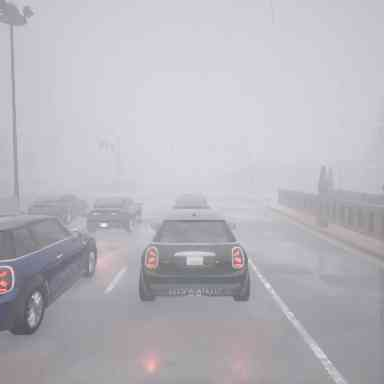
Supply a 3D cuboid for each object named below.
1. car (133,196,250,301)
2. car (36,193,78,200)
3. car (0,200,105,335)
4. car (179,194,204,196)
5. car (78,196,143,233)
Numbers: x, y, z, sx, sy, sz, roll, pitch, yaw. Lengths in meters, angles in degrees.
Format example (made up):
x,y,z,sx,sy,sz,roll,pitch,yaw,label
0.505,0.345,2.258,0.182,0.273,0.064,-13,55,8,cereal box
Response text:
x,y,z,sx,sy,sz,roll,pitch,yaw,label
0.037,1.184,8.126,2.097,1.767,4.553,0,2,0,car
-7.048,0.808,17.938,1.837,1.490,4.892,0,3,-1,car
-3.451,1.232,6.688,2.097,1.767,4.553,0,2,-1,car
-0.040,0.820,17.357,1.882,1.535,5.008,0,3,0,car
-3.532,0.937,15.776,1.837,1.490,4.892,0,3,0,car
